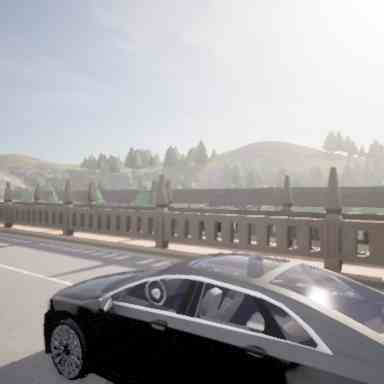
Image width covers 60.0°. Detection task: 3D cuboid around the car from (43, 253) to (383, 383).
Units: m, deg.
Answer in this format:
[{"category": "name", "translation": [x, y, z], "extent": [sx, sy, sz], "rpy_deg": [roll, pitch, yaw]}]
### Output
[{"category": "car", "translation": [0.225, 1.493, 3.832], "extent": [4.902, 1.511, 2.128], "rpy_deg": [0, 0, 35]}]
